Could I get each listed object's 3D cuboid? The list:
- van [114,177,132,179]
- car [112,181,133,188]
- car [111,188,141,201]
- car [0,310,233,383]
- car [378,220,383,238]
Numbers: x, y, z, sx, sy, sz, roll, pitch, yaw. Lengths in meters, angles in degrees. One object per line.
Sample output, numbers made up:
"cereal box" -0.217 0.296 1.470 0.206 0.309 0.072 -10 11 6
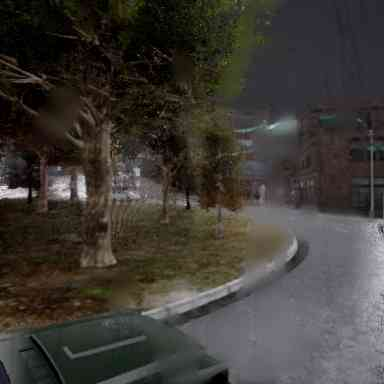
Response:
"van" -16.876 -2.032 80.710 4.442 1.987 1.878 -1 5 -30
"car" -15.342 -1.034 71.714 4.892 1.521 2.231 -1 5 -30
"car" -9.184 0.530 45.550 4.674 1.442 1.812 2 0 27
"car" -1.923 1.639 2.200 4.718 1.301 1.895 0 -1 -36
"car" 10.421 1.708 15.641 1.895 1.301 4.718 0 -1 13
